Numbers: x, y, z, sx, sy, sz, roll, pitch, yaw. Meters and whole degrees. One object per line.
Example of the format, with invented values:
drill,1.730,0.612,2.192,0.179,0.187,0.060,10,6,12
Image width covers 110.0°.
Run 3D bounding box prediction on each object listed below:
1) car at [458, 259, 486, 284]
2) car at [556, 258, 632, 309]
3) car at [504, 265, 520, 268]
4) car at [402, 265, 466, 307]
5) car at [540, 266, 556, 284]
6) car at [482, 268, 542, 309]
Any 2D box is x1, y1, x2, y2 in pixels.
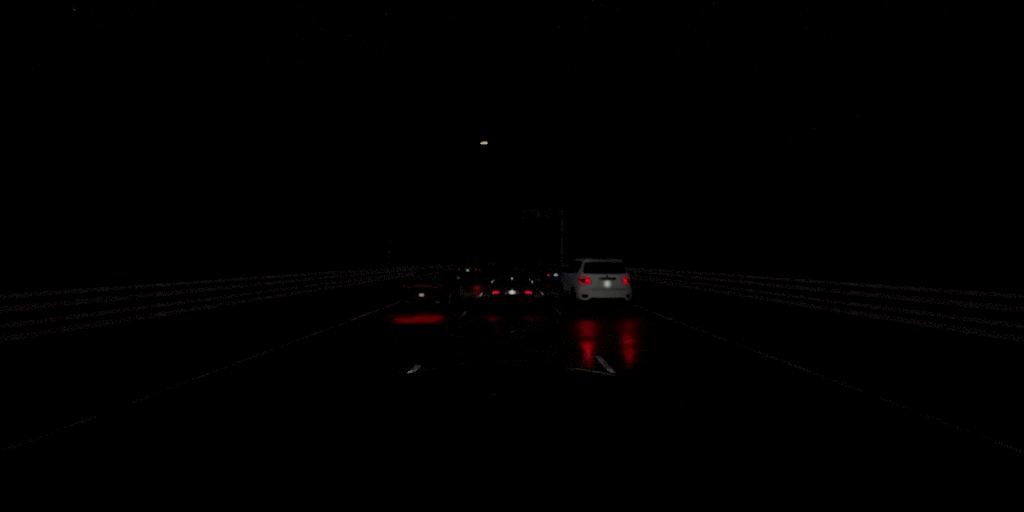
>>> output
car,-3.492,1.256,30.875,2.150,2.045,5.566,0,0,0
car,3.504,1.102,15.861,2.150,2.045,5.566,0,0,0
car,0.011,1.550,31.151,1.837,1.490,4.892,0,0,0
car,-3.492,1.368,16.332,1.882,1.535,5.008,0,0,0
car,3.509,1.586,30.838,2.033,1.411,5.357,0,-1,0
car,0.004,1.433,15.840,2.033,1.411,5.357,0,-1,0
